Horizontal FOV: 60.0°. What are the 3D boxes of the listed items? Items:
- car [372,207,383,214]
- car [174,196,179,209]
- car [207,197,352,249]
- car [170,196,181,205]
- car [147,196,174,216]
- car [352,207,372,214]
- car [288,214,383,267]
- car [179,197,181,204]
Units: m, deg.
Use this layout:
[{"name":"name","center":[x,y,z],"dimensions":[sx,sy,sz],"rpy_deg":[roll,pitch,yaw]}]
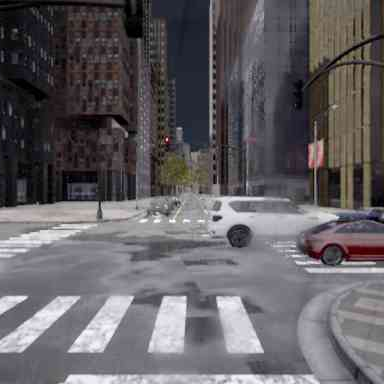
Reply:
[{"name":"car","center":[13.048,1.242,17.657],"dimensions":[5.566,2.045,2.150],"rpy_deg":[0,0,0]},{"name":"car","center":[-3.152,1.514,42.454],"dimensions":[2.128,1.511,4.902],"rpy_deg":[0,0,0]},{"name":"car","center":[3.432,1.231,14.231],"dimensions":[5.566,2.045,2.150],"rpy_deg":[0,0,0]},{"name":"car","center":[-3.147,1.512,63.017],"dimensions":[1.882,1.535,5.008],"rpy_deg":[0,0,0]},{"name":"car","center":[-3.146,1.369,32.404],"dimensions":[2.097,1.767,4.553],"rpy_deg":[0,0,0]},{"name":"car","center":[11.066,1.614,20.913],"dimensions":[4.718,1.301,1.895],"rpy_deg":[0,0,0]},{"name":"car","center":[5.653,1.583,10.975],"dimensions":[4.181,1.385,1.994],"rpy_deg":[0,0,0]},{"name":"car","center":[-3.115,1.533,52.641],"dimensions":[1.837,1.490,4.892],"rpy_deg":[0,0,0]}]
